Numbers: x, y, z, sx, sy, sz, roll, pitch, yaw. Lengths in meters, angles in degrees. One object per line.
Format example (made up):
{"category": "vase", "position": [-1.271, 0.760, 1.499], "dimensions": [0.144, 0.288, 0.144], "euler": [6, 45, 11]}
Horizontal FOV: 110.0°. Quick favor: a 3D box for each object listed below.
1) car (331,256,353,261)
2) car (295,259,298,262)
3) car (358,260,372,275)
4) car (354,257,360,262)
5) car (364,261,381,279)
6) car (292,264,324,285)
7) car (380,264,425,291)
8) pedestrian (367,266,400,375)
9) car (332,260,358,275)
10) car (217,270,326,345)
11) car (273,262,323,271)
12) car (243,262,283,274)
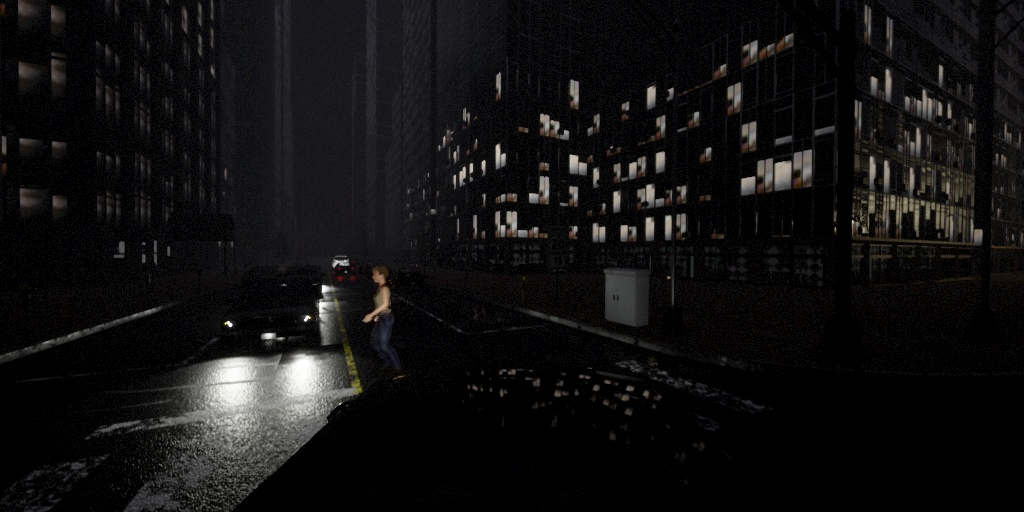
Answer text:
{"category": "car", "position": [-23.641, 0.975, 49.441], "dimensions": [2.150, 2.045, 5.566], "euler": [0, 0, -28]}
{"category": "car", "position": [-21.207, 1.272, 33.060], "dimensions": [1.751, 1.417, 4.829], "euler": [0, 0, -28]}
{"category": "car", "position": [-14.340, 1.294, 36.864], "dimensions": [1.888, 1.381, 4.507], "euler": [0, 0, -28]}
{"category": "car", "position": [-16.952, 1.190, 41.872], "dimensions": [1.967, 1.591, 4.097], "euler": [0, 0, -28]}
{"category": "car", "position": [-11.727, 1.329, 31.855], "dimensions": [1.802, 1.307, 4.207], "euler": [0, 0, -28]}
{"category": "car", "position": [-15.476, 1.346, 27.407], "dimensions": [1.895, 1.301, 4.718], "euler": [0, 0, -27]}
{"category": "car", "position": [-6.503, 1.296, 21.839], "dimensions": [2.007, 1.370, 4.403], "euler": [0, 0, -28]}
{"category": "pedestrian", "position": [-2.136, 1.042, 5.951], "dimensions": [0.375, 1.860, 0.375], "euler": [-1, 1, -28]}
{"category": "car", "position": [-18.172, 1.350, 38.949], "dimensions": [1.895, 1.301, 4.718], "euler": [0, 0, -28]}
{"category": "car", "position": [-6.350, 1.294, 9.903], "dimensions": [2.033, 1.411, 5.357], "euler": [0, 0, -28]}
{"category": "car", "position": [-10.886, 1.250, 18.608], "dimensions": [1.837, 1.490, 4.892], "euler": [0, 0, -28]}
{"category": "car", "position": [-16.061, 1.310, 23.194], "dimensions": [1.948, 1.339, 4.313], "euler": [0, 0, -28]}
